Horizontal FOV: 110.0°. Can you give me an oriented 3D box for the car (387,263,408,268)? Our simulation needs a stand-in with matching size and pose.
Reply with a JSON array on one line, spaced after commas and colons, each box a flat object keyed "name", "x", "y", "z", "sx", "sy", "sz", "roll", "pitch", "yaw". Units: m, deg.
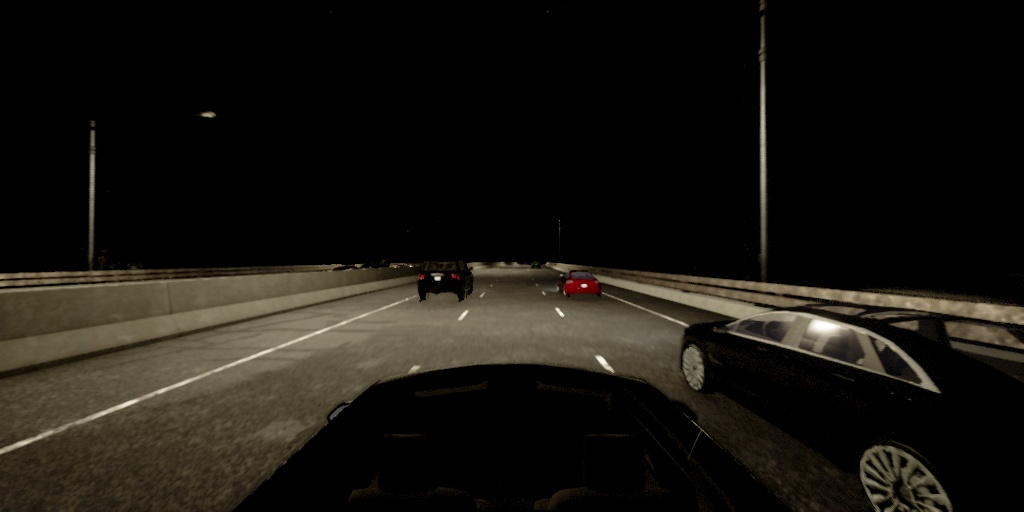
[{"name": "car", "x": -13.521, "y": 1.739, "z": 44.668, "sx": 1.994, "sy": 1.385, "sz": 4.181, "roll": 0, "pitch": -1, "yaw": 2}]

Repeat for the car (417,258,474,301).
[{"name": "car", "x": -3.311, "y": 1.129, "z": 18.764, "sx": 2.150, "sy": 2.045, "sz": 5.566, "roll": 0, "pitch": -1, "yaw": 1}]

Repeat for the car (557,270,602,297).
[{"name": "car", "x": 3.708, "y": 1.494, "z": 20.317, "sx": 1.994, "sy": 1.385, "sz": 4.181, "roll": 0, "pitch": -1, "yaw": 1}]

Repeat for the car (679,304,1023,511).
[{"name": "car", "x": 3.605, "y": 1.265, "z": 3.878, "sx": 2.128, "sy": 1.511, "sz": 4.902, "roll": 0, "pitch": -1, "yaw": 0}]

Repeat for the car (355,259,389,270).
[{"name": "car", "x": -17.026, "y": 1.395, "z": 44.857, "sx": 2.150, "sy": 2.045, "sz": 5.566, "roll": 0, "pitch": -1, "yaw": 2}]

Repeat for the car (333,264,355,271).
[{"name": "car", "x": -20.520, "y": 1.733, "z": 44.720, "sx": 1.994, "sy": 1.385, "sz": 4.181, "roll": 0, "pitch": -1, "yaw": 2}]
